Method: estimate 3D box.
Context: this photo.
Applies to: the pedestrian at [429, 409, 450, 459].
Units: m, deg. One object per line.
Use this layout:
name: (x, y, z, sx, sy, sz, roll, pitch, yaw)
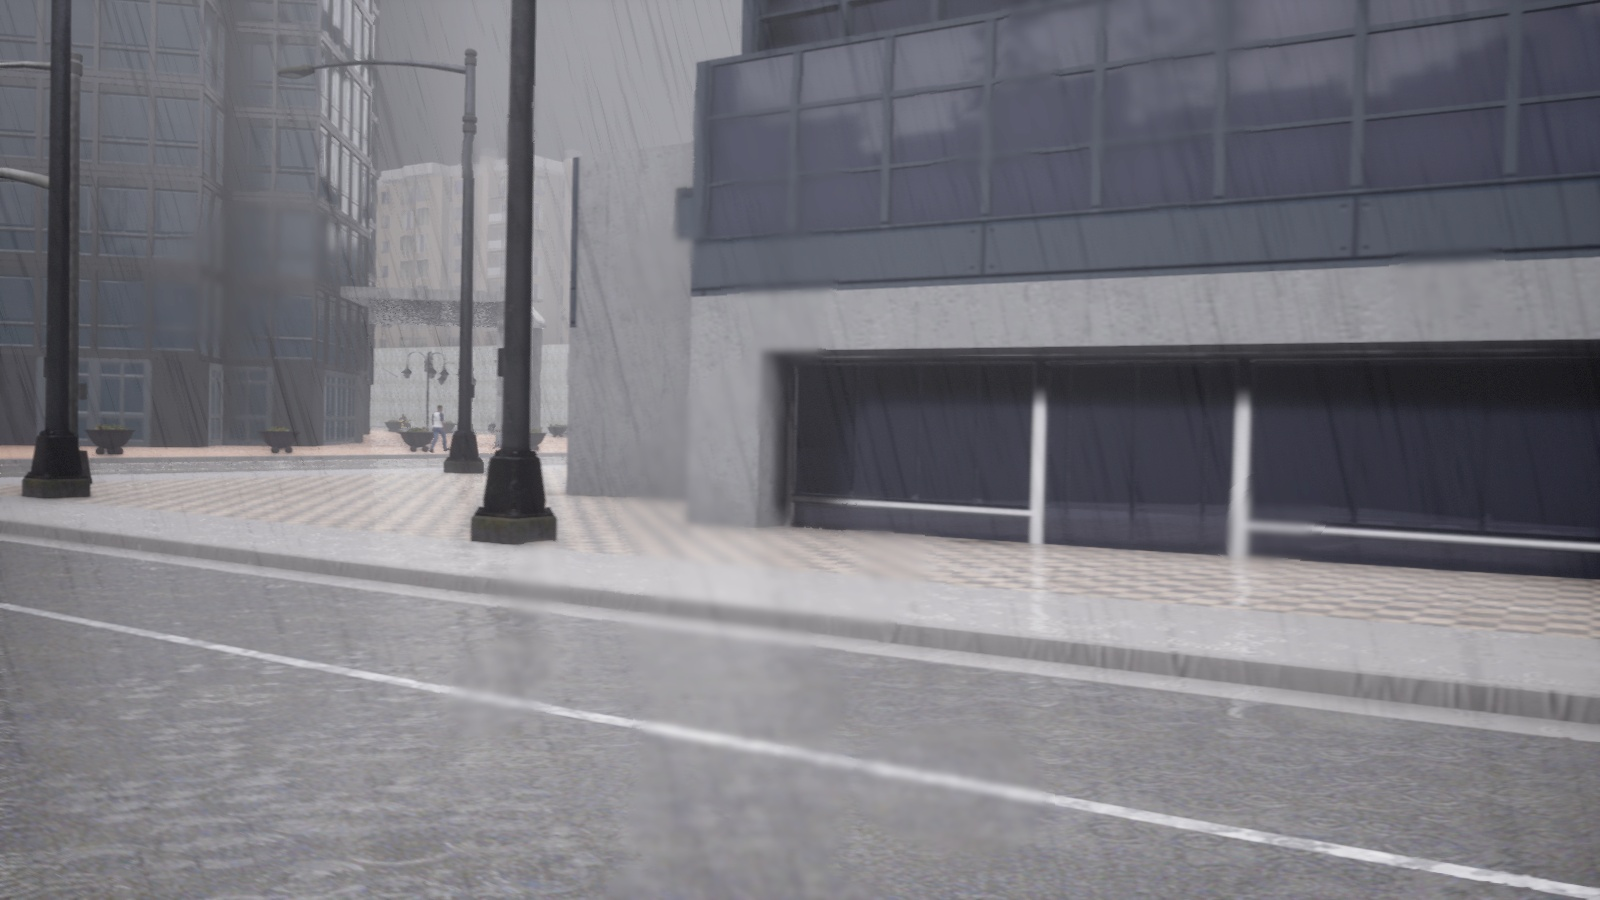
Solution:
pedestrian: (-13.382, -0.589, 46.578, 0.354, 1.836, 0.706, 1, 1, 27)
